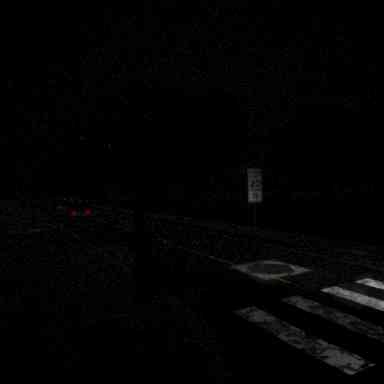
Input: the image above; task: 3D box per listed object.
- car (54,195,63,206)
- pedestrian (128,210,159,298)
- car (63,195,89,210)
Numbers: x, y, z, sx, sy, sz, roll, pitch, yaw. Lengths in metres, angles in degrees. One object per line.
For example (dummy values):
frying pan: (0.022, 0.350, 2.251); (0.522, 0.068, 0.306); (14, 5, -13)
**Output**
car: (-20.335, 1.246, 52.385); (2.097, 1.767, 4.553); (-2, 1, -29)
pedestrian: (-0.975, 1.171, 6.666); (0.375, 1.860, 0.375); (-1, 1, -29)
car: (-14.177, 1.220, 41.110); (2.097, 1.767, 4.553); (-2, 1, -27)
